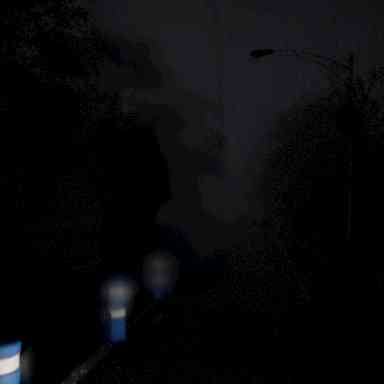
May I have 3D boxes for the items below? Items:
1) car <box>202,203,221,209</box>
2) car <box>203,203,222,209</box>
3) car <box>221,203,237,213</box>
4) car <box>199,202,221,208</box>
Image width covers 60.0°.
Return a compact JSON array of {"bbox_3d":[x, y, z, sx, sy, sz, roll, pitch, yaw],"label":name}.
[{"bbox_3d":[5.291,3.817,91.214,4.892,1.521,2.231,1,-3,10],"label":"car"},{"bbox_3d":[5.763,3.957,93.942,5.008,1.535,2.097,1,-3,10],"label":"car"},{"bbox_3d":[6.794,2.811,58.585,2.128,1.511,4.902,1,-1,10],"label":"car"},{"bbox_3d":[5.007,3.682,88.457,5.366,1.575,1.946,1,-3,10],"label":"car"}]
